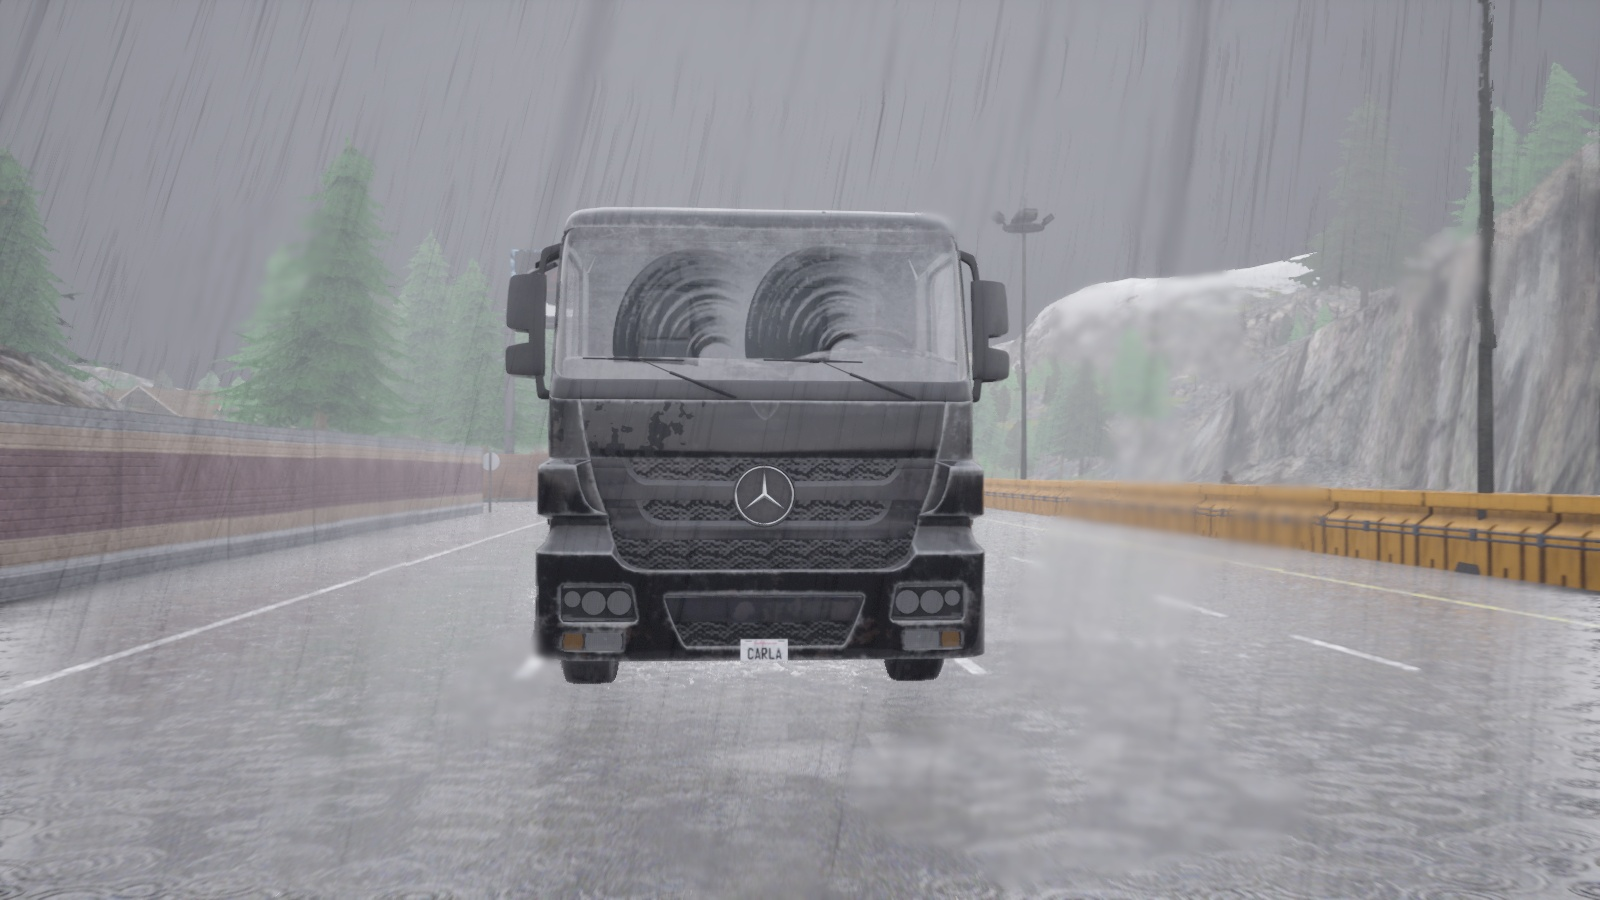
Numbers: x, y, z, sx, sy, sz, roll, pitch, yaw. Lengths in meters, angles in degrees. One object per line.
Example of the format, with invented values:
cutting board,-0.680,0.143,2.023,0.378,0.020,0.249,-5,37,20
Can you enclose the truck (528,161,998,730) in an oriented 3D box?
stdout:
truck,-0.515,0.031,11.703,2.891,3.462,7.936,0,-1,-4
